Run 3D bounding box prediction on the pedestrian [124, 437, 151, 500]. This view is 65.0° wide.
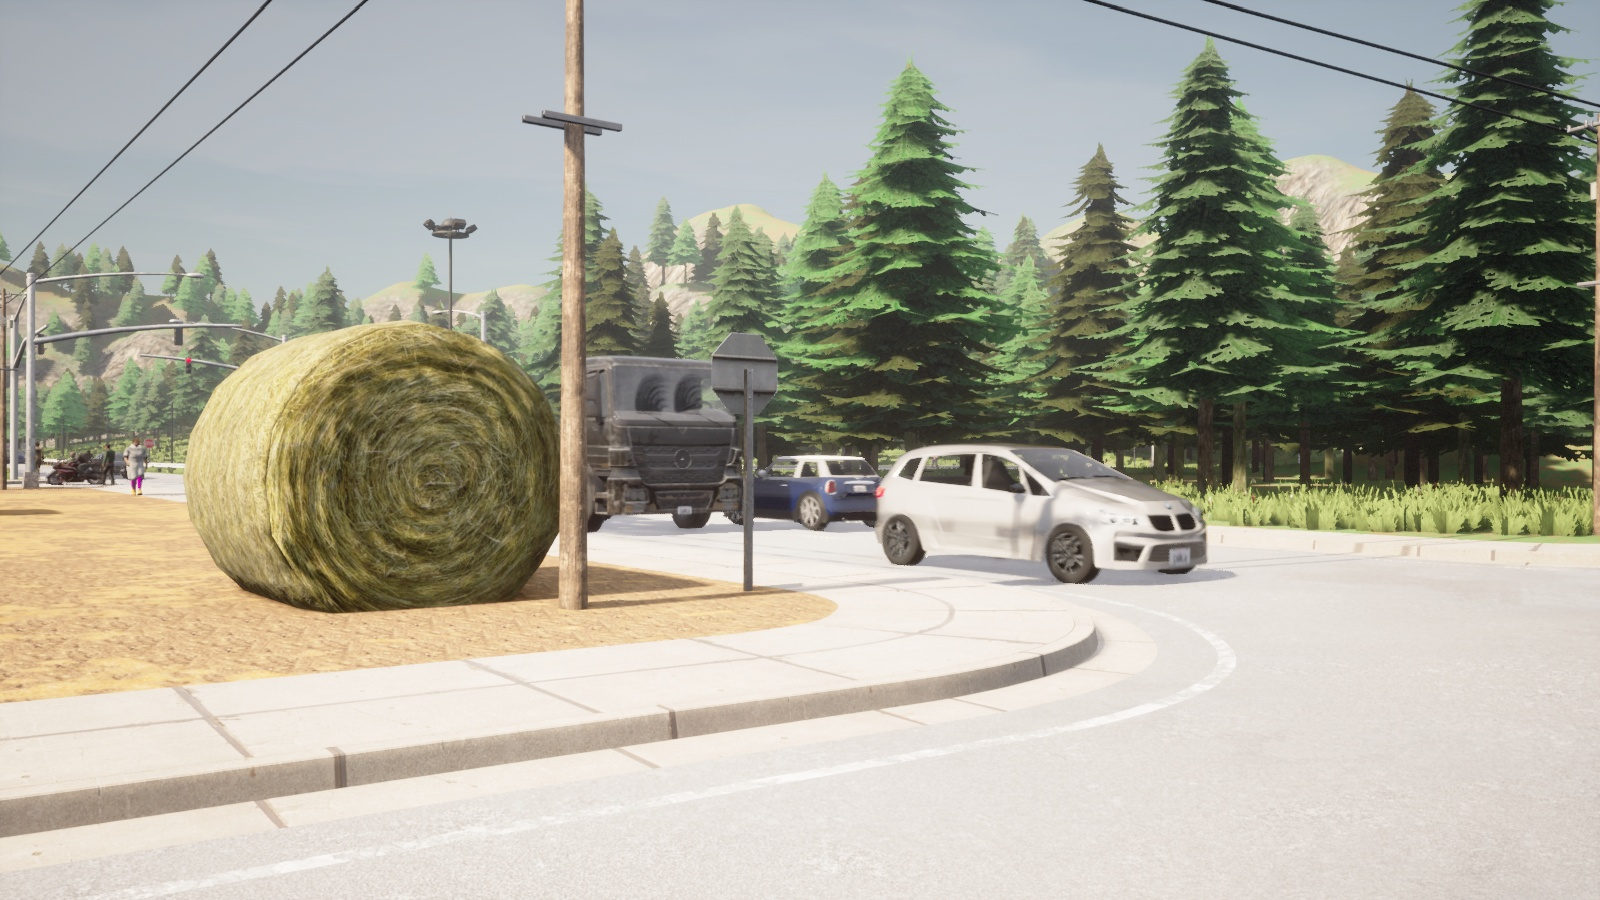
[{"bbox_3d":[-20.615,0.564,39.064,0.659,1.952,0.873,0,0,-34],"label":"pedestrian"}]

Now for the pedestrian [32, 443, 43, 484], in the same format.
[{"bbox_3d":[-35.865,0.632,59.048,0.396,1.930,0.692,0,0,-36],"label":"pedestrian"}]

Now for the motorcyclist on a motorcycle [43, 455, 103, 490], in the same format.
[{"bbox_3d":[-32.339,0.996,55.889,2.191,1.530,0.866,0,0,-39],"label":"motorcyclist on a motorcycle"}]

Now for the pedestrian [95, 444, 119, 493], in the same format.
[{"bbox_3d":[-27.996,0.735,50.726,0.788,1.949,0.423,0,0,18],"label":"pedestrian"}]

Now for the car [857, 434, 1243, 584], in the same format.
[{"bbox_3d":[3.096,0.657,16.435,2.242,1.667,4.611,0,0,-38],"label":"car"}]

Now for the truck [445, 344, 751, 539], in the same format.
[{"bbox_3d":[-4.509,-0.128,26.299,2.891,3.462,7.936,0,0,-38],"label":"truck"}]

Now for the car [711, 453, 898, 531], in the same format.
[{"bbox_3d":[0.034,0.809,26.141,1.970,1.475,3.806,0,0,-38],"label":"car"}]

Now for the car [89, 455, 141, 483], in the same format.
[{"bbox_3d":[-38.275,1.037,70.097,1.837,1.490,4.892,0,0,-38],"label":"car"}]
